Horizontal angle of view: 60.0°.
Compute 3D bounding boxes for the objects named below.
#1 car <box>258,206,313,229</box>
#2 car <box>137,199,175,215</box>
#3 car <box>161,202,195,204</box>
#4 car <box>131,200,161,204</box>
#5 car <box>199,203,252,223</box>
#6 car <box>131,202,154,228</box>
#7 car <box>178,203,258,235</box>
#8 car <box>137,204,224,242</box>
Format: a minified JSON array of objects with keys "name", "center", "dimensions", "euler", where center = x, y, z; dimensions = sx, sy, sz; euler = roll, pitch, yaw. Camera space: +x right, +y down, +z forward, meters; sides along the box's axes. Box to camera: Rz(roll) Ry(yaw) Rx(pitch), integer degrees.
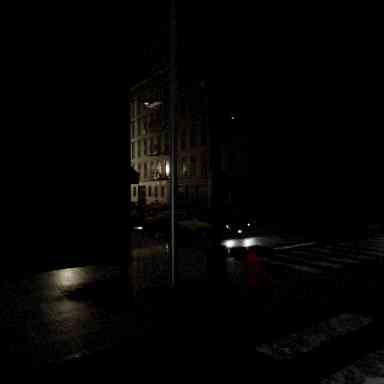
[{"name":"car","center":[5.671,1.557,21.479],"dimensions":[1.947,1.339,4.313],"euler":[0,0,-35]},{"name":"car","center":[-3.846,1.528,34.845],"dimensions":[1.752,1.417,4.829],"euler":[0,0,-35]},{"name":"car","center":[-0.608,1.565,30.297],"dimensions":[1.947,1.339,4.313],"euler":[0,0,-35]},{"name":"car","center":[-4.805,1.517,26.733],"dimensions":[2.128,1.511,4.902],"euler":[0,0,-35]},{"name":"car","center":[2.531,1.578,25.888],"dimensions":[1.802,1.307,4.206],"euler":[0,0,-35]},{"name":"car","center":[-4.012,1.584,21.241],"dimensions":[2.008,1.369,4.403],"euler":[0,0,-35]},{"name":"car","center":[0.951,1.565,18.691],"dimensions":[2.033,1.411,5.357],"euler":[0,0,-32]},{"name":"car","center":[-0.774,1.554,16.693],"dimensions":[1.752,1.417,4.829],"euler":[0,0,-35]}]
